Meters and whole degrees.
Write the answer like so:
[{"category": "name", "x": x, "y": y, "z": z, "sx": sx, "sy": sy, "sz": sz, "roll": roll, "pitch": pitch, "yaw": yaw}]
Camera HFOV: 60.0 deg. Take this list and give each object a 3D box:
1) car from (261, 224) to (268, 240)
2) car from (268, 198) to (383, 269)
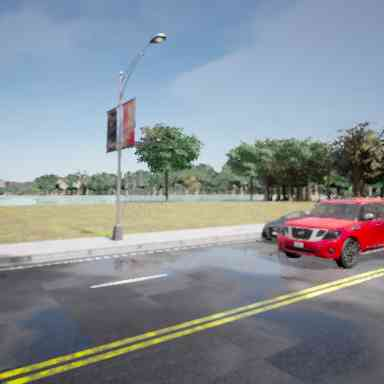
[{"category": "car", "x": 5.175, "y": 1.576, "z": 15.362, "sx": 4.181, "sy": 1.385, "sz": 1.994, "roll": 0, "pitch": 0, "yaw": -35}, {"category": "car", "x": 5.445, "y": 1.232, "z": 11.563, "sx": 5.566, "sy": 2.045, "sz": 2.150, "roll": 0, "pitch": 0, "yaw": -36}]
